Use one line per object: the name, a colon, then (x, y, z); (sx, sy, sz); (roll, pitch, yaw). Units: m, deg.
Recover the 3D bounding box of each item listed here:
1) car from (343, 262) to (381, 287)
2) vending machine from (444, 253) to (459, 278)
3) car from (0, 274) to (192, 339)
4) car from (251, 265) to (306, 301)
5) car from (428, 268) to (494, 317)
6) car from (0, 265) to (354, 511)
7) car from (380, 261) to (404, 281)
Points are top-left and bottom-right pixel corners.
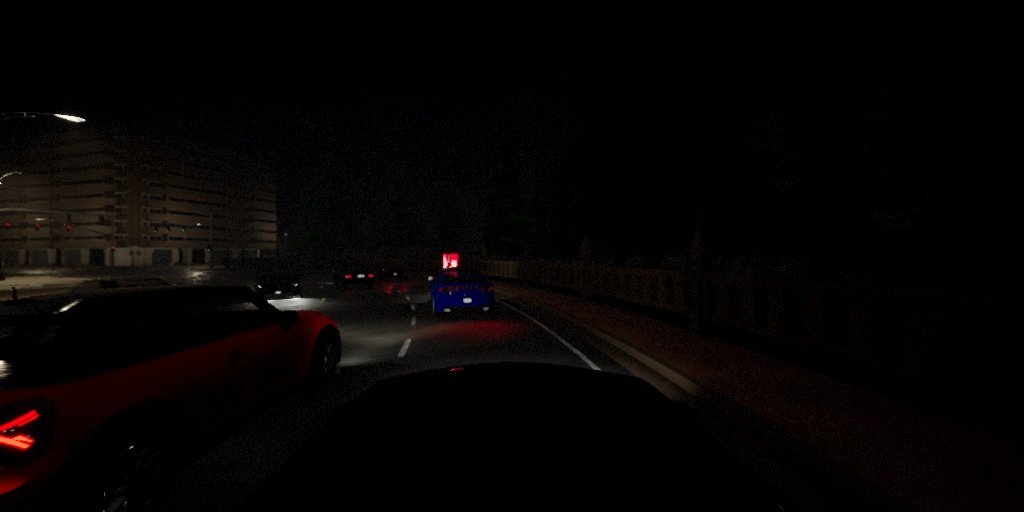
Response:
car: (-10.190, 1.200, 22.856); (2.033, 1.411, 5.357); (-1, 1, -33)
vending machine: (-4.764, 0.777, 28.119); (1.100, 2.100, 0.880); (0, 0, -35)
car: (-12.382, 1.351, 11.208); (1.895, 1.301, 4.718); (0, 0, -19)
car: (-11.794, 1.241, 18.451); (2.033, 1.411, 5.357); (-1, 0, -29)
car: (-1.973, 1.155, 13.031); (1.882, 1.535, 5.008); (0, 0, -15)
car: (-3.818, 1.106, 4.126); (2.097, 1.767, 4.553); (0, 0, -3)
car: (-10.080, 1.136, 28.340); (1.812, 1.442, 4.674); (0, 0, -38)
